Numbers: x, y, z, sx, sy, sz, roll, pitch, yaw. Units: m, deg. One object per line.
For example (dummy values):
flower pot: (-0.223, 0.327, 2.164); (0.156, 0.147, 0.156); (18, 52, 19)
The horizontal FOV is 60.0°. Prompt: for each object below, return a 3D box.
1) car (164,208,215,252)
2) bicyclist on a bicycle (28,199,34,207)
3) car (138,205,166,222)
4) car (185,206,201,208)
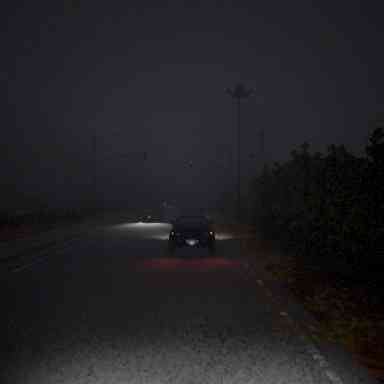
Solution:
car: (0.002, 1.662, 14.403); (1.812, 1.442, 4.674); (0, 0, 0)
bicyclist on a bicycle: (-22.627, 1.863, 46.657); (0.582, 1.620, 1.656); (0, 0, 3)
car: (-3.418, 1.838, 28.832); (1.994, 1.385, 4.181); (0, -1, 2)
car: (0.095, 1.876, 29.074); (1.895, 1.301, 4.718); (0, 0, 1)
